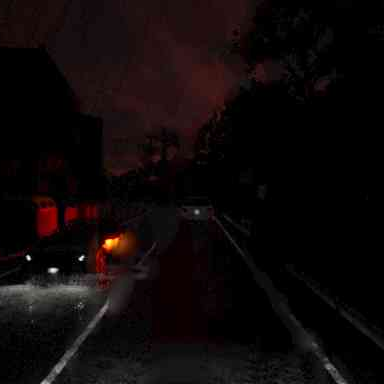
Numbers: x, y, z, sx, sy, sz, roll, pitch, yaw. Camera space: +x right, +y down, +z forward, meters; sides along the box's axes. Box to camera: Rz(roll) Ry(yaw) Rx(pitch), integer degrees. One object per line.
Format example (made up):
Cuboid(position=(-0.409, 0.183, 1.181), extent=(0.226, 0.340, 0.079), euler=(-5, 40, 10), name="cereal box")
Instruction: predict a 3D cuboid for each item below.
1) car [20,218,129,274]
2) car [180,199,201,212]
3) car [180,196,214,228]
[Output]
Cuboid(position=(-3.420, 1.581, 10.953), extent=(2.033, 1.411, 5.357), euler=(0, 0, 1), name="car")
Cuboid(position=(-0.225, 1.710, 42.665), extent=(2.033, 1.411, 5.357), euler=(1, 0, -7), name="car")
Cuboid(position=(0.337, 1.300, 23.216), extent=(2.150, 2.045, 5.566), euler=(0, 0, 1), name="car")
